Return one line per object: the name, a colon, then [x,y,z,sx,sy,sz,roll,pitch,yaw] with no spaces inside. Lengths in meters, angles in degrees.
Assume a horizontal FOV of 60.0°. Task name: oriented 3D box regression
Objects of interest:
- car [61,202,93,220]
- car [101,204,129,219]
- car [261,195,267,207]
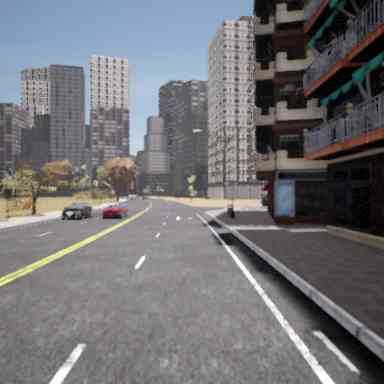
car: [-10.543,1.735,30.816,2.128,1.511,4.902,0,-1,-2]
car: [-7.336,1.844,32.013,1.895,1.301,4.718,0,0,-2]
car: [12.633,1.369,47.321,5.566,2.045,2.150,-1,-1,11]
